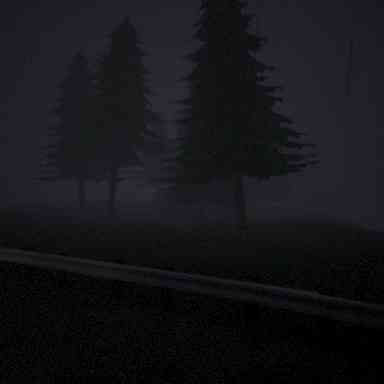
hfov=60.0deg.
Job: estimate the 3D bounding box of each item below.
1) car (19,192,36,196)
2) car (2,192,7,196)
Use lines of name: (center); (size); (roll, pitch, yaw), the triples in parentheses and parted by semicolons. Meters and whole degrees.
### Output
car: (-39.228, 0.940, 79.249); (2.150, 2.045, 5.566); (0, 0, -2)
car: (-46.245, 0.920, 79.274); (2.150, 2.045, 5.566); (0, 0, -2)
